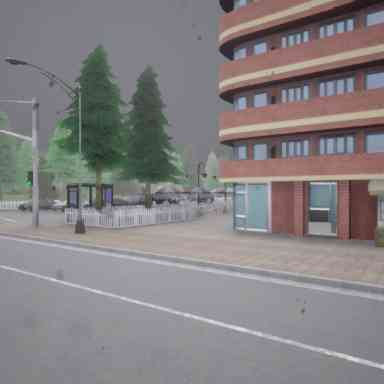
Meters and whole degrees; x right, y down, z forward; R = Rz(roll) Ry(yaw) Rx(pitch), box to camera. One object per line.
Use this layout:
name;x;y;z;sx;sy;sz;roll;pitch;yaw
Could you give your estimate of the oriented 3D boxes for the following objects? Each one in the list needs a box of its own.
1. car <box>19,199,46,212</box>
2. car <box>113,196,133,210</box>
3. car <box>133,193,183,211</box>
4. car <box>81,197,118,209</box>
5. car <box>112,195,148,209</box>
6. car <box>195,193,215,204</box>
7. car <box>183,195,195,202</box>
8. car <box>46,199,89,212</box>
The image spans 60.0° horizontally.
car;-17.492;1.508;38.101;1.994;1.385;4.181;0;0;36
car;-8.588;1.449;38.287;1.837;1.490;4.892;0;0;35
car;-3.884;1.165;38.877;2.150;2.045;5.566;0;0;35
car;-12.467;1.470;45.076;1.812;1.442;4.674;0;0;37
car;-8.243;1.296;44.844;2.097;1.767;4.553;0;0;38
car;1.543;1.165;59.692;5.566;2.045;2.150;0;0;-34
car;-2.565;1.491;51.949;5.357;1.411;2.033;0;0;-45
car;-13.574;1.470;37.588;1.812;1.442;4.674;0;0;36
